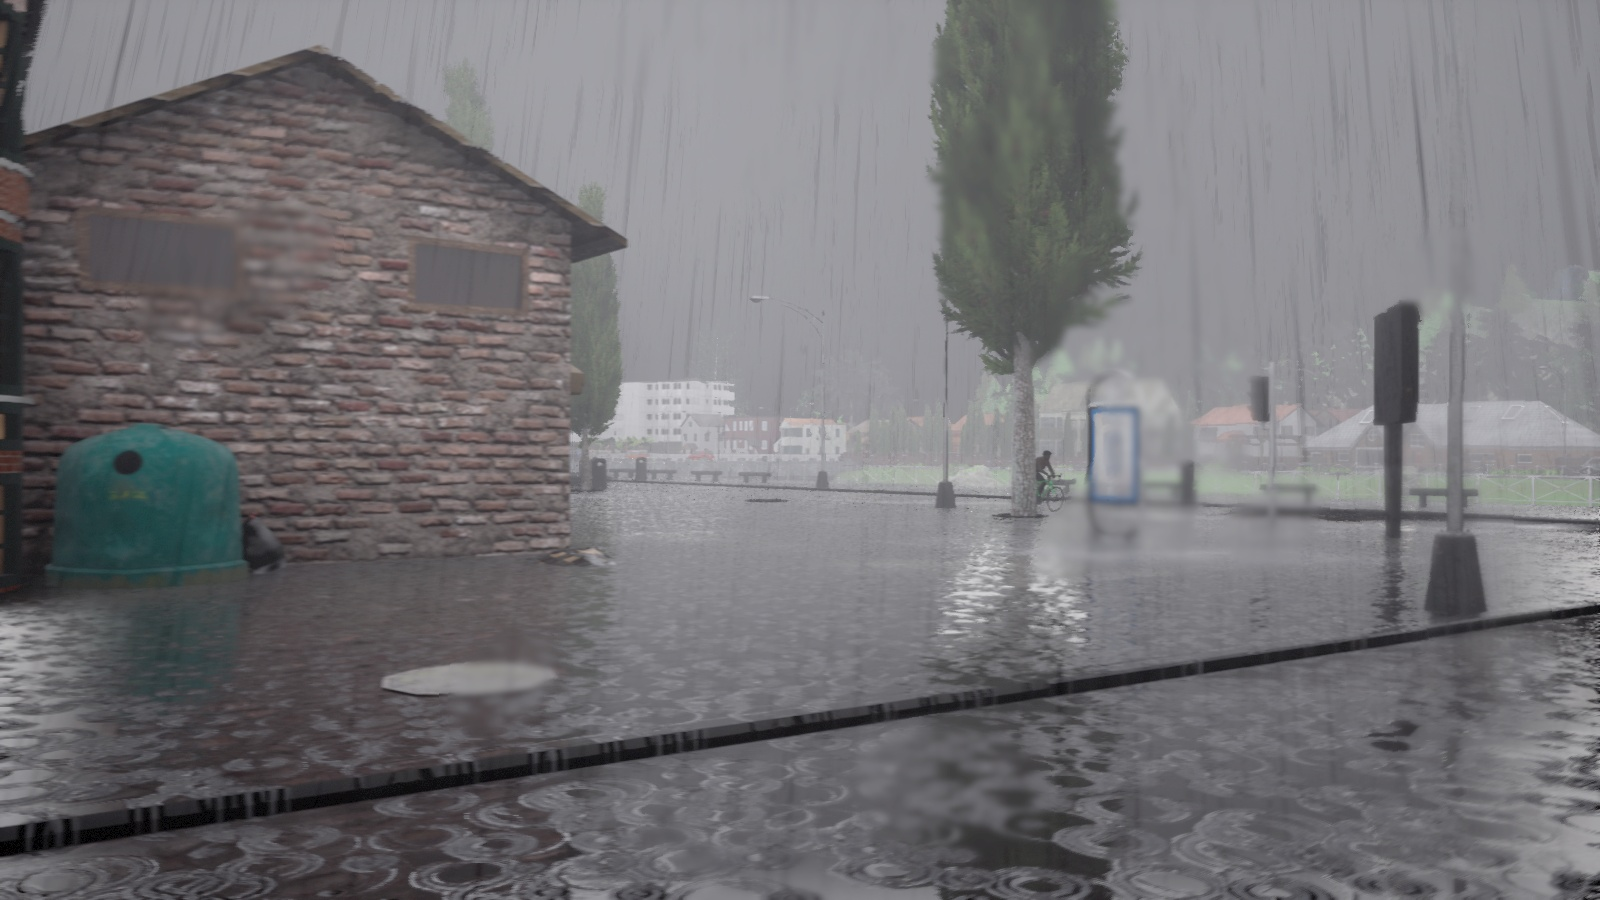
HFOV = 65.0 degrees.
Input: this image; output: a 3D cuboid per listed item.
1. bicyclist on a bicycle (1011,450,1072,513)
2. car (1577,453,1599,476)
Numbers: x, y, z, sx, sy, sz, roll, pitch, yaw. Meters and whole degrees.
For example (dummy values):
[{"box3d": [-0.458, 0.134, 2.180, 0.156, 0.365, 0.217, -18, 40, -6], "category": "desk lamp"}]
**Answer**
[{"box3d": [6.374, 0.807, 33.206, 0.582, 1.620, 1.656, 0, 0, -35], "category": "bicyclist on a bicycle"}, {"box3d": [52.844, 0.952, 81.347, 1.970, 1.475, 3.806, 0, 0, -35], "category": "car"}]
